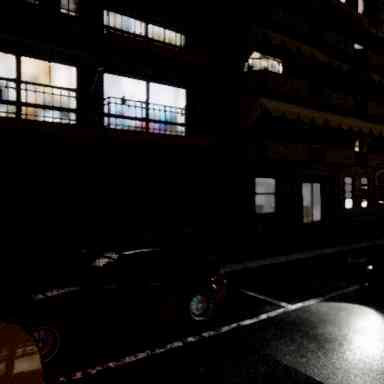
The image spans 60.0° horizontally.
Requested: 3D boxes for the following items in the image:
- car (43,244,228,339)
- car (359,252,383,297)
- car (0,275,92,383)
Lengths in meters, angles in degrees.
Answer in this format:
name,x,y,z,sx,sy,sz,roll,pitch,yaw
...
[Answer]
name,x,y,z,sx,sy,sz,roll,pitch,yaw
car,-1.250,1.599,5.648,4.206,1.307,1.802,0,-1,-36
car,5.591,1.605,7.442,4.181,1.385,1.994,0,0,-36
car,-3.146,1.474,1.110,5.008,1.535,1.882,1,0,-36
